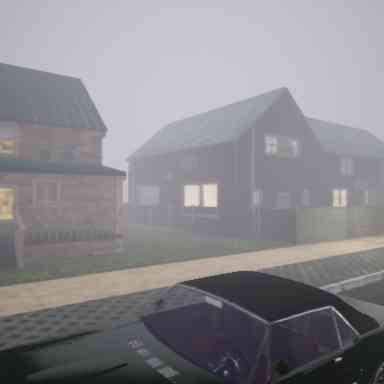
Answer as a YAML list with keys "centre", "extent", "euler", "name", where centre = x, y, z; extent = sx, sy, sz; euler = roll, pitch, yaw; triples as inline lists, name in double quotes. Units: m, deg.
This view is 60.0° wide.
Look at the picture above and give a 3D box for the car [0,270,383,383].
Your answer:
- centre: [0.316, 1.615, 3.290]
  extent: [4.718, 1.301, 1.895]
  euler: [0, 0, -35]
  name: "car"
